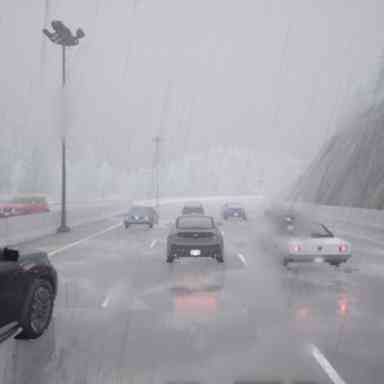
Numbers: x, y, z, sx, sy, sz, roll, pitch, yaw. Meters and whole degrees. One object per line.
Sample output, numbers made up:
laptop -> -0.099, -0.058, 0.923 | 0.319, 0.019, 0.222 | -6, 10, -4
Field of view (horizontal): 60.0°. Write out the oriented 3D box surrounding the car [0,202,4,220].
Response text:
car -> -17.584, 1.615, 26.799 | 2.128, 1.511, 4.902 | 0, 0, 0

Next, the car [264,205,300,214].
car -> 7.104, 1.722, 26.780 | 1.895, 1.301, 4.718 | 0, 0, 0

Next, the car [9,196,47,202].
car -> -14.087, 1.351, 28.087 | 2.150, 2.045, 5.566 | 0, 0, 0

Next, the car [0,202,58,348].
car -> -3.399, 1.238, 3.434 | 2.150, 2.045, 5.566 | 0, 0, 0

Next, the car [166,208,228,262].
car -> 0.102, 1.561, 12.305 | 1.837, 1.490, 4.892 | 0, 0, 0

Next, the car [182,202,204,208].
car -> 0.106, 1.613, 29.890 | 1.882, 1.535, 5.008 | 0, 0, 0

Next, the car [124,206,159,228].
car -> -3.396, 1.652, 22.952 | 2.033, 1.411, 5.357 | 0, 0, 0

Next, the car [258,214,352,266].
car -> 3.603, 1.654, 11.670 | 1.895, 1.301, 4.718 | 0, 0, 0

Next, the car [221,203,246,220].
car -> 3.591, 1.659, 29.391 | 1.812, 1.442, 4.674 | 0, 0, 0
